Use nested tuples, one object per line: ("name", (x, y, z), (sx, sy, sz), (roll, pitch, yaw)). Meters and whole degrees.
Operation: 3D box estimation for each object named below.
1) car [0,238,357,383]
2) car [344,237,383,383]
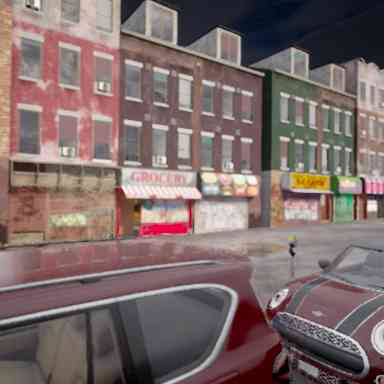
("car", (-1.597, 1.332, 1.719), (5.009, 1.841, 2.192), (0, 1, -35))
("car", (2.951, 1.458, 4.877), (4.097, 1.590, 1.967), (0, 1, -35))
